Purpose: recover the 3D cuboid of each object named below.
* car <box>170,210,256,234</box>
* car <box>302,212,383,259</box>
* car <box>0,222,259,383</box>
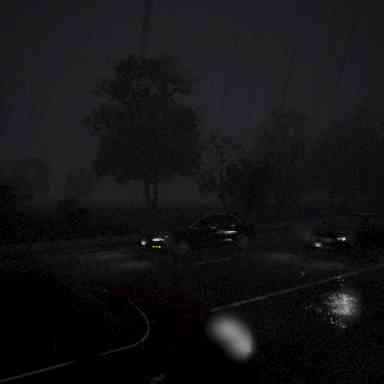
[{"bbox_3d":[0.316,1.504,12.818,4.892,1.490,1.837,0,0,-35],"label":"car"},{"bbox_3d":[6.185,1.524,12.688,4.674,1.442,1.812,0,0,-36],"label":"car"},{"bbox_3d":[-1.576,1.352,2.622,4.553,1.767,2.097,0,0,-36],"label":"car"}]
